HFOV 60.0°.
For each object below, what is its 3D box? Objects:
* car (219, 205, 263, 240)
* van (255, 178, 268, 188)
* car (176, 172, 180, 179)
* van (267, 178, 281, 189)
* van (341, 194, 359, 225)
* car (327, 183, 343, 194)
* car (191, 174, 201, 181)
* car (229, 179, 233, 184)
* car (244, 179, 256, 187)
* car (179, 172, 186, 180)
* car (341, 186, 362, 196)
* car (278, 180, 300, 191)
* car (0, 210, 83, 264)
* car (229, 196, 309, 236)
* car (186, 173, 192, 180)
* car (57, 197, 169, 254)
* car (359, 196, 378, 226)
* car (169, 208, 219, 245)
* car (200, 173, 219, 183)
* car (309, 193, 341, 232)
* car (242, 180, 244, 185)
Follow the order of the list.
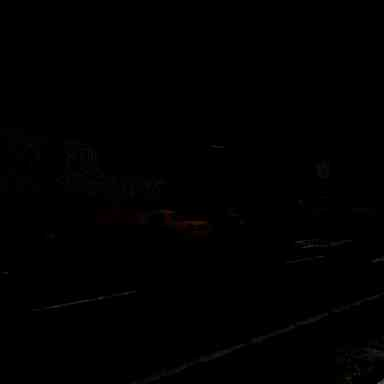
[{"bbox_3d":[0.917,1.546,17.164,4.674,1.452,2.002,-1,-1,35],"label":"car"},{"bbox_3d":[15.224,-1.768,67.255,1.878,1.987,4.442,7,4,35],"label":"van"},{"bbox_3d":[-2.217,-4.367,91.793,2.435,2.045,5.566,1,-1,34],"label":"car"},{"bbox_3d":[16.957,-1.495,64.786,1.878,1.987,4.442,7,4,35],"label":"van"},{"bbox_3d":[8.388,1.294,22.308,4.442,1.987,1.878,-1,-1,35],"label":"van"},{"bbox_3d":[23.943,-0.430,55.050,2.435,2.045,5.566,7,3,35],"label":"car"},{"bbox_3d":[3.091,-3.703,84.518,2.435,2.045,5.566,7,3,34],"label":"car"},{"bbox_3d":[10.063,-2.322,74.760,2.002,1.452,4.674,7,3,35],"label":"car"},{"bbox_3d":[13.645,-1.816,69.983,1.946,1.575,5.366,7,3,35],"label":"car"},{"bbox_3d":[-0.441,-4.089,89.448,2.185,1.767,4.553,4,1,33],"label":"car"},{"bbox_3d":[25.638,0.132,52.580,2.002,1.452,4.674,7,3,35],"label":"car"},{"bbox_3d":[18.721,-0.997,62.427,2.231,1.521,4.892,7,3,35],"label":"car"},{"bbox_3d":[-6.445,1.523,11.952,4.792,1.488,2.163,-1,-1,34],"label":"car"},{"bbox_3d":[3.342,1.260,18.925,5.566,2.045,2.435,-1,-1,35],"label":"car"},{"bbox_3d":[1.293,-3.855,86.981,2.185,1.767,4.553,6,3,34],"label":"car"},{"bbox_3d":[-4.003,1.246,13.701,5.566,2.045,2.435,-1,-1,34],"label":"car"},{"bbox_3d":[10.794,1.400,24.063,4.553,1.767,2.185,-1,-1,35],"label":"car"},{"bbox_3d":[-1.686,1.501,15.532,5.366,1.575,1.946,-1,-1,34],"label":"car"},{"bbox_3d":[4.946,-3.180,82.262,1.946,1.575,5.366,7,3,34],"label":"car"},{"bbox_3d":[5.852,1.265,20.635,5.566,2.045,2.435,-1,-1,35],"label":"car"},{"bbox_3d":[11.810,-2.048,72.301,2.002,1.452,4.674,7,3,35],"label":"car"}]
